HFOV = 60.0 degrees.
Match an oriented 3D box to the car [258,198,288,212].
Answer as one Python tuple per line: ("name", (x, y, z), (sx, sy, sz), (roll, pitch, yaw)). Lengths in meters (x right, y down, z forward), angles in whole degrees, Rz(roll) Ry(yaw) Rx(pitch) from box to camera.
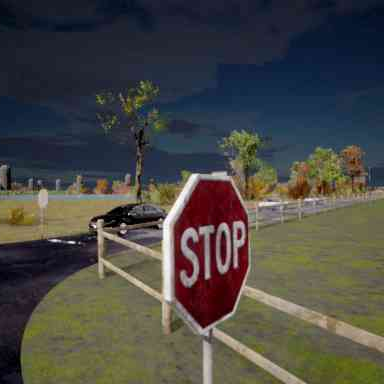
("car", (8.303, 1.290, 34.421), (1.895, 1.301, 4.718), (-2, 0, 35))

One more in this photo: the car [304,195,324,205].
("car", (17.512, 1.139, 47.404), (1.895, 1.301, 4.718), (-2, 0, 35))

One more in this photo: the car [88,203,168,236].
("car", (-3.267, 1.394, 17.854), (1.837, 1.490, 4.892), (-2, 0, 34))
